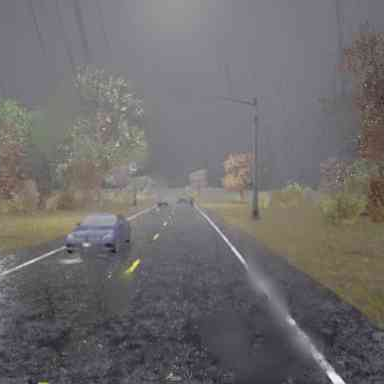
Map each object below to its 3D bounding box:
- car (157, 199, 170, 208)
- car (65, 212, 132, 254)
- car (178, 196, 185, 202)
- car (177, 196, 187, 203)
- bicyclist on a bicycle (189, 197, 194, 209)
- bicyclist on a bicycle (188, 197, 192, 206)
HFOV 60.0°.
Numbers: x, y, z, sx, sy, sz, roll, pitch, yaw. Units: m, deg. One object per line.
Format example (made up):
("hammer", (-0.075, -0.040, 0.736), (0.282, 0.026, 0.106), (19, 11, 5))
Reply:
("car", (-4.665, 1.834, 54.283), (1.895, 1.301, 4.718), (0, 0, -2))
("car", (-3.687, 1.587, 13.906), (1.812, 1.442, 4.674), (0, 0, -1))
("car", (-2.804, 1.736, 87.691), (1.837, 1.490, 4.892), (0, 0, -3))
("car", (-2.120, 1.788, 75.840), (1.837, 1.490, 4.892), (0, 0, -3))
("bicyclist on a bicycle", (0.047, 1.664, 49.376), (0.582, 1.620, 1.656), (0, -1, -2))
("bicyclist on a bicycle", (-0.307, 1.701, 58.387), (0.582, 1.620, 1.656), (0, -1, -2))
